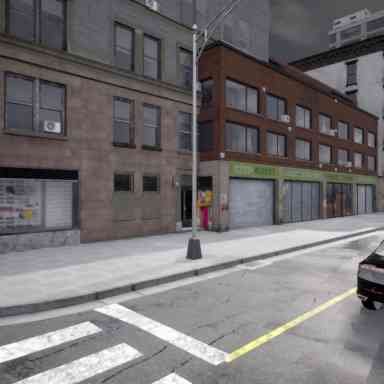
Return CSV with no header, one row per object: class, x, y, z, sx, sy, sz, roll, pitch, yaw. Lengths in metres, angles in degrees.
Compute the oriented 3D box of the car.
car,5.017,1.497,6.800,4.902,1.511,2.128,0,0,-44
